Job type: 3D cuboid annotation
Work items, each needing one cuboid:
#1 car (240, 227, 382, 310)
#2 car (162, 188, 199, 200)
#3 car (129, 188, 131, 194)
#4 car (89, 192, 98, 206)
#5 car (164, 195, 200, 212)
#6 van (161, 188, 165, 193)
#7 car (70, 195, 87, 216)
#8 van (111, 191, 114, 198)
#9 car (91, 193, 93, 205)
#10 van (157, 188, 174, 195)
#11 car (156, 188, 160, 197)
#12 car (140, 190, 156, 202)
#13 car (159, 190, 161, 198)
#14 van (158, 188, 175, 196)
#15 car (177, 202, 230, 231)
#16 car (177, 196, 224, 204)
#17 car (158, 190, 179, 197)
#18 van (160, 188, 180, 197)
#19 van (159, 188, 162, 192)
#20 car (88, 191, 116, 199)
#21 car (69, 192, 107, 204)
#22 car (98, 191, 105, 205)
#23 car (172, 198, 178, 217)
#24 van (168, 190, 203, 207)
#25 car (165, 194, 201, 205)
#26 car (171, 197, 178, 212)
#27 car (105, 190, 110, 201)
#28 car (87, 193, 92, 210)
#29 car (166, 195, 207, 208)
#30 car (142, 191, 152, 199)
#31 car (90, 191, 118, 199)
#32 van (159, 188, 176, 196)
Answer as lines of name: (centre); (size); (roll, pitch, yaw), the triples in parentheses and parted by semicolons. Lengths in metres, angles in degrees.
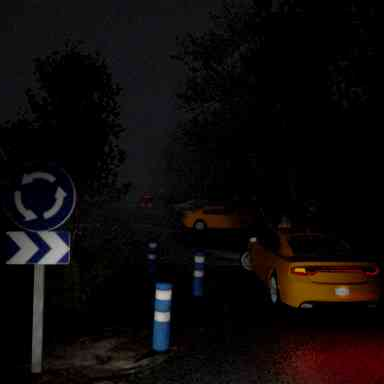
car: (2.588, 1.606, 8.252); (1.882, 1.535, 5.008); (0, -1, -1)
car: (-0.259, 0.963, 37.873); (5.566, 2.045, 2.435); (1, 1, -7)
car: (-20.260, -0.270, 91.305); (5.566, 2.045, 2.435); (1, 1, -7)
car: (-13.453, 1.062, 36.226); (5.366, 1.575, 1.946); (1, 1, -7)
car: (0.225, 1.357, 32.359); (5.366, 1.575, 1.946); (1, 1, -7)
van: (-2.144, 0.655, 51.569); (4.442, 1.987, 1.878); (1, 1, -8)
car: (-12.184, 1.039, 27.988); (5.566, 2.045, 2.435); (1, 1, -7)
van: (-15.606, 0.408, 55.523); (4.442, 1.987, 1.878); (1, 1, -7)
car: (-12.912, 1.143, 33.498); (4.892, 1.521, 2.231); (1, 1, -7)
van: (-7.428, -0.100, 92.928); (4.442, 1.987, 1.878); (1, 0, -7)
car: (-3.468, 0.428, 62.584); (5.566, 2.045, 2.435); (1, 1, -7)
car: (-7.068, 0.820, 51.961); (2.128, 1.511, 4.902); (1, 1, -7)
car: (-2.387, 0.829, 54.350); (5.008, 1.535, 2.097); (1, 1, -7)
van: (-6.829, -0.045, 90.078); (4.442, 1.987, 1.878); (1, 1, -7)
car: (1.789, 1.654, 21.517); (5.008, 1.535, 2.097); (1, 1, -7)
car: (1.477, 1.456, 24.266); (4.553, 1.767, 2.185); (1, 1, -7)
car: (-5.902, 0.329, 81.824); (5.008, 1.535, 2.097); (1, 1, -7)
van: (-5.093, 0.203, 76.465); (4.442, 1.987, 1.878); (1, 1, -7)
van: (-3.206, 0.502, 59.826); (4.442, 1.987, 1.878); (1, 1, -7)
car: (-16.457, 0.561, 61.015); (4.792, 1.488, 2.163); (1, 1, -7)
car: (-14.677, 0.792, 47.250); (4.892, 1.521, 2.231); (1, 1, -7)
car: (-14.170, 0.913, 41.852); (5.366, 1.575, 1.946); (1, 1, -7)
car: (1.080, 1.539, 26.886); (4.792, 1.488, 2.163); (1, 1, -7)
van: (-0.888, 0.841, 43.501); (4.442, 1.987, 1.878); (1, 1, -7)
car: (-1.329, 1.027, 46.244); (4.792, 1.488, 2.163); (1, 1, -7)
car: (0.756, 1.476, 29.637); (4.674, 1.452, 2.002); (1, 1, -7)
car: (-14.137, 0.852, 44.529); (5.366, 1.575, 1.946); (1, 1, -7)
car: (-12.383, 1.215, 30.767); (5.366, 1.575, 1.946); (1, 1, -7)
car: (-0.670, 1.169, 40.619); (4.792, 1.488, 2.163); (1, 1, -7)
car: (-8.716, 0.569, 64.893); (1.882, 1.535, 5.008); (1, 1, -7)
car: (-16.808, 0.511, 63.769); (4.792, 1.488, 2.163); (1, 1, -7)
van: (-6.495, 0.003, 87.455); (4.442, 1.987, 1.878); (1, 1, -7)
